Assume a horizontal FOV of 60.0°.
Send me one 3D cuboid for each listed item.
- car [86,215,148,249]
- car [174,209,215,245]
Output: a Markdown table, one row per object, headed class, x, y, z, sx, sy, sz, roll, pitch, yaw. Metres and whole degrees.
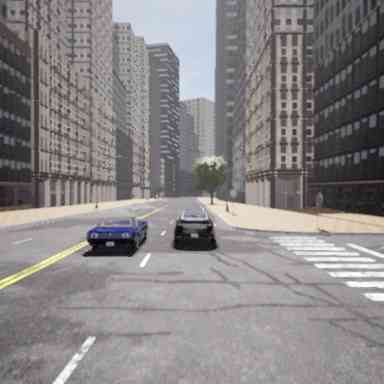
| class | x | y | z | sx | sy | sz | roll | pitch | yaw |
| --- | --- | --- | --- | --- | --- | --- | --- | --- | --- |
| car | -3.138 | 1.706 | 15.029 | 1.895 | 1.301 | 4.718 | 0 | 0 | 0 |
| car | 0.119 | 1.594 | 16.430 | 2.128 | 1.511 | 4.902 | 1 | 0 | 0 |
